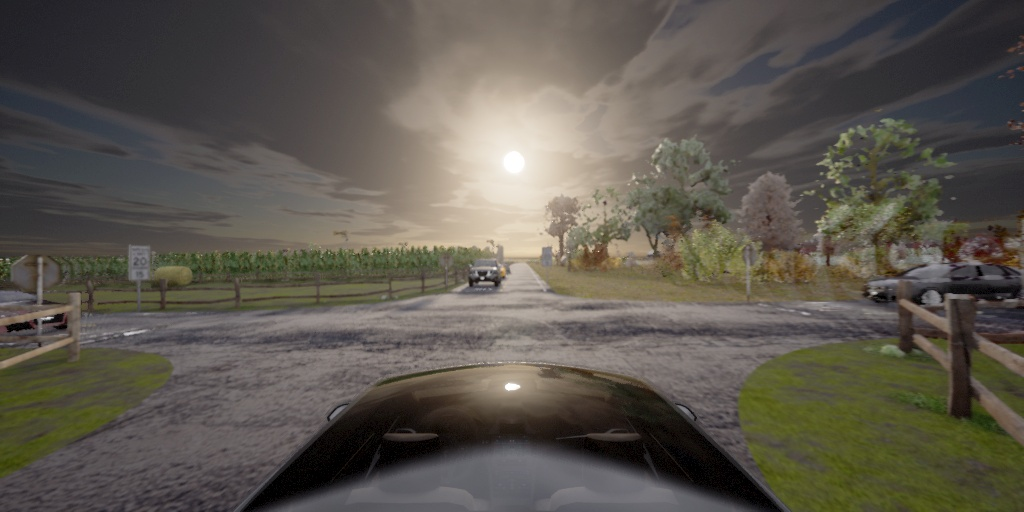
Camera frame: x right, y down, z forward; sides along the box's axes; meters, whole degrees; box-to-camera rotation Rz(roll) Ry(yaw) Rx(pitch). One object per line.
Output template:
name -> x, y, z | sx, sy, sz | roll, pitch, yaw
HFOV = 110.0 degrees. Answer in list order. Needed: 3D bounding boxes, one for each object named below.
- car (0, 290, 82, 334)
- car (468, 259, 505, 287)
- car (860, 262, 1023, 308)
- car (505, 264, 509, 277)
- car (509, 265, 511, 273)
car -> -16.124, 1.759, 11.083 | 4.181, 1.385, 1.994 | -1, 0, 5
car -> -1.985, 1.215, 27.694 | 2.150, 2.045, 5.566 | 0, -1, 2
car -> 15.133, 0.983, 12.471 | 4.892, 1.490, 1.837 | -1, 0, 3
car -> -1.667, 1.566, 38.020 | 1.882, 1.535, 5.008 | 0, 0, 2
car -> -1.224, 1.787, 51.882 | 1.994, 1.385, 4.181 | 0, -1, 2
